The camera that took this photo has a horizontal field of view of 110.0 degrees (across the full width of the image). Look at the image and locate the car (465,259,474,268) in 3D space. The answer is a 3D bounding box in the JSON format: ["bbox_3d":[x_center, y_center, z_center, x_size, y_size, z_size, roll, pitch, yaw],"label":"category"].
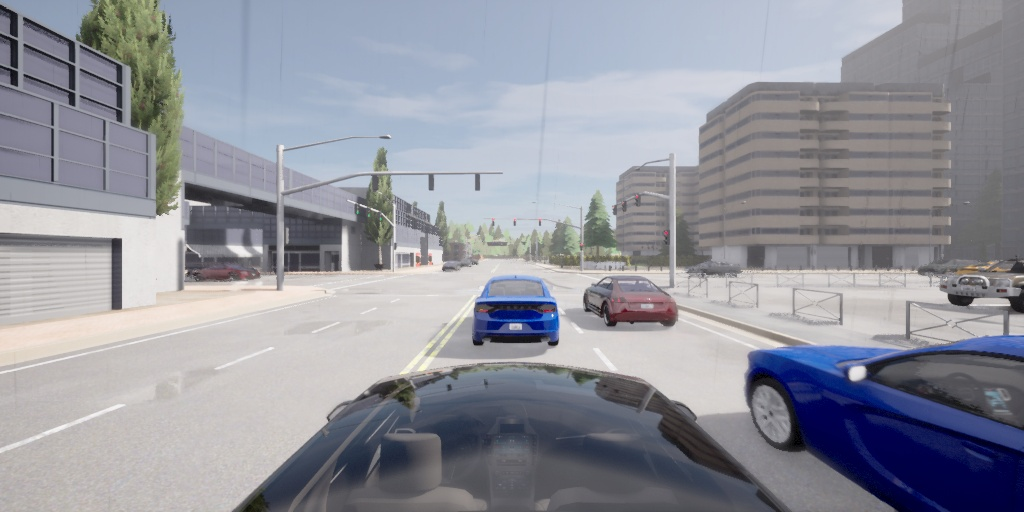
[{"bbox_3d":[-8.051,1.256,61.633,1.837,1.490,4.892,0,0,-1],"label":"car"}]

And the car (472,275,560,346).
[{"bbox_3d":[0.095,1.228,9.461,1.882,1.535,5.008,0,0,0],"label":"car"}]

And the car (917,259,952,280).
[{"bbox_3d":[41.384,1.101,33.867,4.553,1.767,2.097,0,0,-1],"label":"car"}]

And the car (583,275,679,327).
[{"bbox_3d":[3.603,1.314,11.593,1.994,1.385,4.181,0,0,0],"label":"car"}]

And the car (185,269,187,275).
[{"bbox_3d":[-26.034,1.351,31.910,4.718,1.301,1.895,0,0,-1],"label":"car"}]

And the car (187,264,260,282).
[{"bbox_3d":[-22.374,1.314,28.239,4.181,1.385,1.994,0,0,-1],"label":"car"}]

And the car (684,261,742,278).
[{"bbox_3d":[18.656,1.241,33.429,4.902,1.511,2.128,0,0,-1],"label":"car"}]

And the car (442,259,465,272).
[{"bbox_3d":[-7.840,1.297,46.896,2.033,1.411,5.357,0,0,0],"label":"car"}]

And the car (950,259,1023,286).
[{"bbox_3d":[36.264,1.227,26.591,5.008,1.535,1.882,0,0,-1],"label":"car"}]

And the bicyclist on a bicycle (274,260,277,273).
[{"bbox_3d":[-25.839,1.053,39.677,0.582,1.620,1.656,0,0,-1],"label":"bicyclist on a bicycle"}]

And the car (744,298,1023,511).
[{"bbox_3d":[3.599,1.228,2.115,1.882,1.535,5.008,0,0,0],"label":"car"}]
